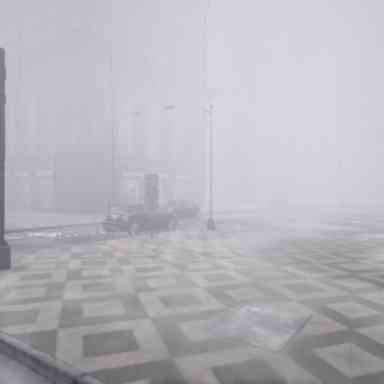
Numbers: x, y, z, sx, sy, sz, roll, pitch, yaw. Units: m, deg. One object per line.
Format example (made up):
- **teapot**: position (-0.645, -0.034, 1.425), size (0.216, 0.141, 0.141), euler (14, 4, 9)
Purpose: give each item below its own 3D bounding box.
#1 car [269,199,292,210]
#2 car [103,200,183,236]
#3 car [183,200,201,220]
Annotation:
- **car**: position (12.307, 1.693, 45.946), size (1.837, 1.490, 4.892), euler (1, -1, 36)
- **car**: position (-2.876, 1.421, 19.396), size (2.097, 1.767, 4.553), euler (1, 0, 36)
- **car**: position (-1.233, 1.432, 27.136), size (2.097, 1.767, 4.553), euler (1, 0, 36)
